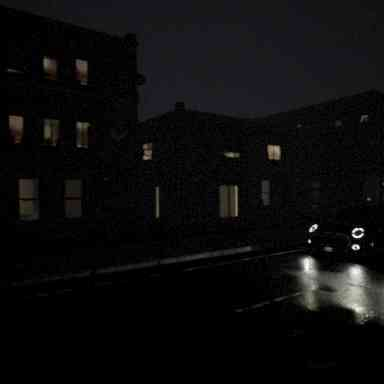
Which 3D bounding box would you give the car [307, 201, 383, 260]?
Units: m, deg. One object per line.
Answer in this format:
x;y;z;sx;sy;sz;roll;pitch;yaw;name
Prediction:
6.266;1.258;12.139;4.553;1.767;2.097;-1;0;-35;car
